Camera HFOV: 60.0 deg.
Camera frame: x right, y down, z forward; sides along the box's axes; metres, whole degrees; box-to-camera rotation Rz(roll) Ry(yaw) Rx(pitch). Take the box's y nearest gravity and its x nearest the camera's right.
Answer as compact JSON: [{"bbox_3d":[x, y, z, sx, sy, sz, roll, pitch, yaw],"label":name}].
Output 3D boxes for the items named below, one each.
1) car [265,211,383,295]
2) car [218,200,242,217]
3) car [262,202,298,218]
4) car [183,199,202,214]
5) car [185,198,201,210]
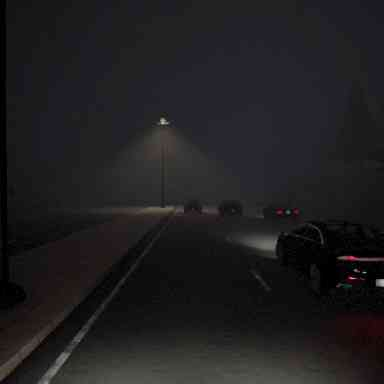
[{"bbox_3d":[3.601,1.490,8.670,2.128,1.511,4.902,0,0,0],"label":"car"},{"bbox_3d":[3.606,1.473,31.860,1.882,1.535,5.008,0,0,0],"label":"car"},{"bbox_3d":[7.105,1.544,27.053,2.033,1.411,5.357,0,0,0],"label":"car"},{"bbox_3d":[0.100,1.521,35.781,1.812,1.442,4.674,0,0,0],"label":"car"},{"bbox_3d":[0.106,1.558,44.544,1.994,1.385,4.181,0,0,0],"label":"car"}]
